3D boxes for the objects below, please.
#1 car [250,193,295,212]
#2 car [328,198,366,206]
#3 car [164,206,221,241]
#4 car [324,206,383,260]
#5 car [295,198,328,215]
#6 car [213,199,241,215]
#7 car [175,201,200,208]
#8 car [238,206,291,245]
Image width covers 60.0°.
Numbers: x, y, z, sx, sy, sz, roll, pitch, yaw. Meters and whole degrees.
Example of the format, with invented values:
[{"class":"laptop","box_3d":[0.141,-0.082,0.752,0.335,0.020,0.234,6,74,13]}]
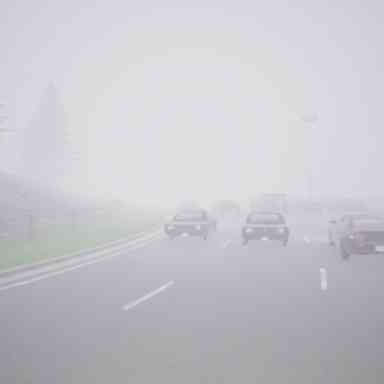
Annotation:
[{"class":"car","box_3d":[7.189,1.121,31.244,2.150,2.045,5.566,0,0,-8]},{"class":"car","box_3d":[14.361,1.312,31.533,2.128,1.511,4.902,-1,0,-7]},{"class":"car","box_3d":[0.121,1.589,16.825,1.895,1.301,4.718,-1,0,12]},{"class":"car","box_3d":[6.061,1.451,11.818,1.812,1.442,4.674,-1,0,16]},{"class":"car","box_3d":[10.738,1.365,32.126,1.837,1.490,4.892,0,0,-9]},{"class":"car","box_3d":[3.305,1.447,32.753,1.837,1.490,4.892,0,0,-11]},{"class":"car","box_3d":[-0.426,1.548,33.320,1.994,1.385,4.181,-1,0,-14]},{"class":"car","box_3d":[3.356,1.554,15.305,1.895,1.301,4.718,-1,0,13]}]
